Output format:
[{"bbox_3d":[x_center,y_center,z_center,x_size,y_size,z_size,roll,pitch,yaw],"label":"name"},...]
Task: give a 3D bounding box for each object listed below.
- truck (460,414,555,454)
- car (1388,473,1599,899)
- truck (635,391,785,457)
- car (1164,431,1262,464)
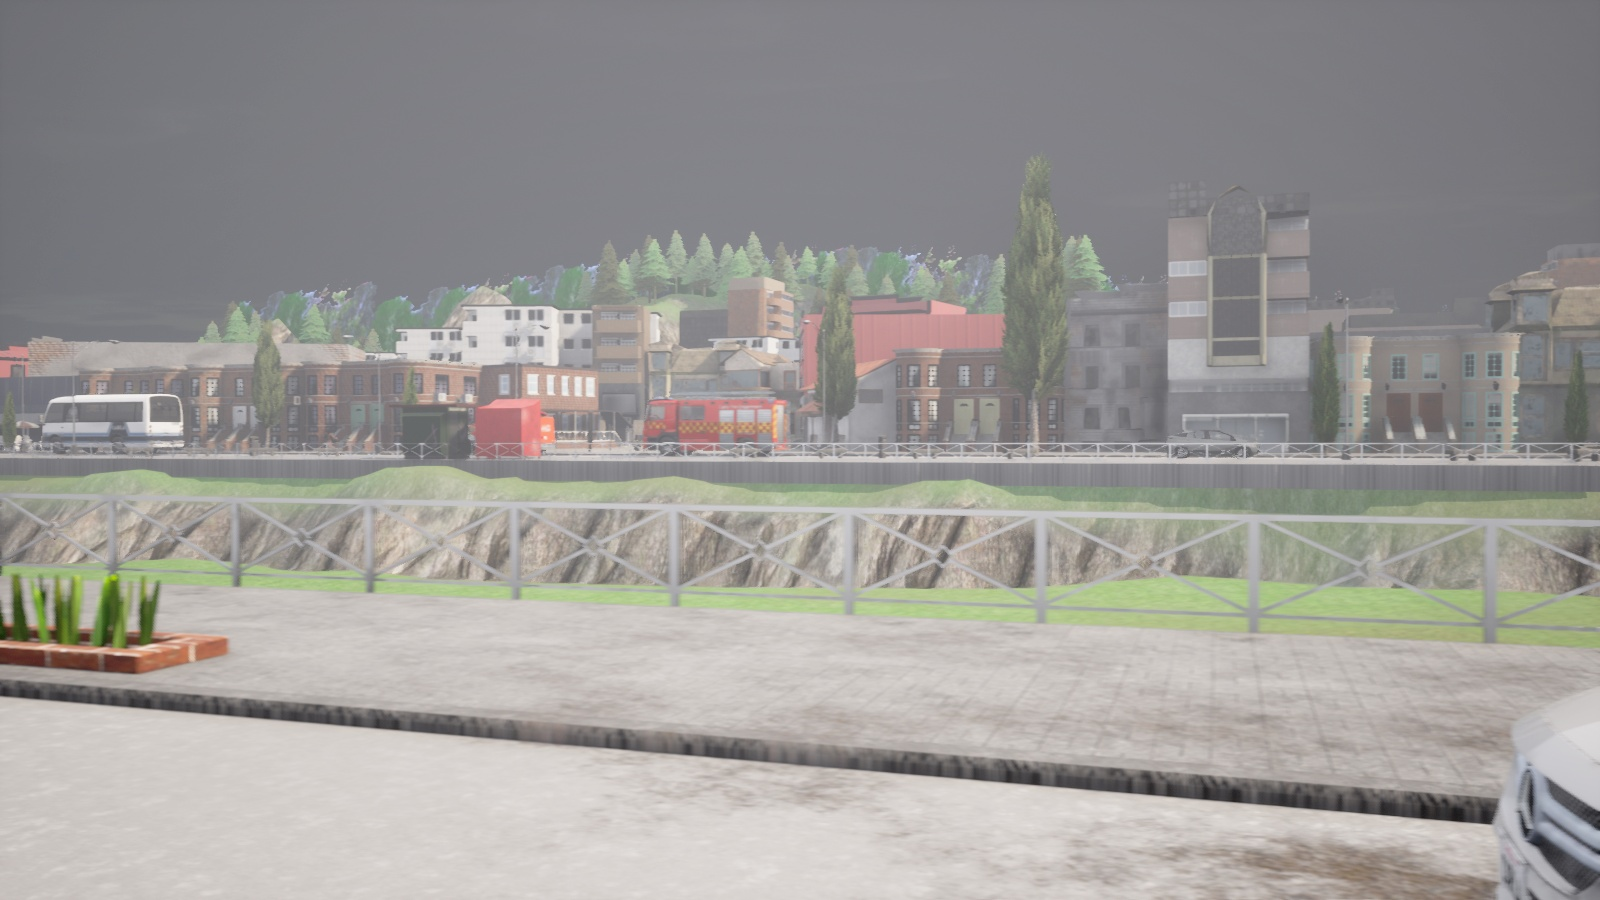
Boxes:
[{"bbox_3d":[-18.434,-0.998,79.232,5.204,2.467,2.627,1,1,19],"label":"truck"},{"bbox_3d":[3.824,0.828,2.435,4.674,1.442,1.812,1,1,19],"label":"car"},{"bbox_3d":[-5.381,-1.557,74.835,8.468,3.827,2.891,1,1,19],"label":"truck"},{"bbox_3d":[20.365,-0.143,61.980,4.514,1.525,2.007,1,1,19],"label":"car"}]
